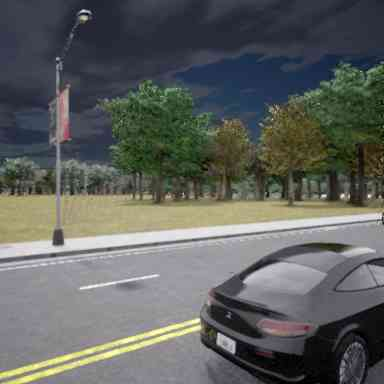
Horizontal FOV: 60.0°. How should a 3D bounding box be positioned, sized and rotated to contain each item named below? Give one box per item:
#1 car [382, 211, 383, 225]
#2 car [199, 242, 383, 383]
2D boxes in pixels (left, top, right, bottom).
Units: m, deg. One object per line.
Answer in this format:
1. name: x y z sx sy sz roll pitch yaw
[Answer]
1. car: 14.453 1.403 21.975 5.008 1.535 1.882 0 0 -35
2. car: 2.254 1.510 5.049 4.674 1.442 1.812 0 0 -35
